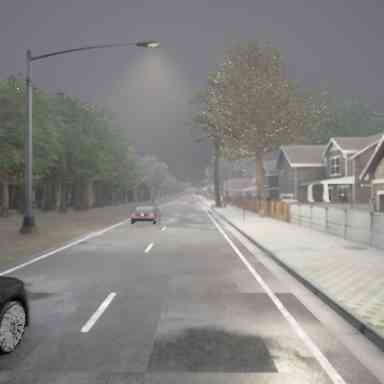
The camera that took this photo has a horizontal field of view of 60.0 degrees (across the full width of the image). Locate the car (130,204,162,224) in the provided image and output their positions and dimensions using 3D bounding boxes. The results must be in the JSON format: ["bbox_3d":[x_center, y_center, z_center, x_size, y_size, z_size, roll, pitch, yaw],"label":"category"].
[{"bbox_3d":[-3.399,1.625,25.249,2.033,1.411,5.357,0,0,0],"label":"car"}]

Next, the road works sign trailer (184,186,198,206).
[{"bbox_3d":[0.004,0.695,61.972,2.380,3.560,2.880,0,0,0],"label":"road works sign trailer"}]

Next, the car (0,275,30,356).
[{"bbox_3d":[-3.399,1.501,3.176,2.128,1.511,4.902,0,0,0],"label":"car"}]
